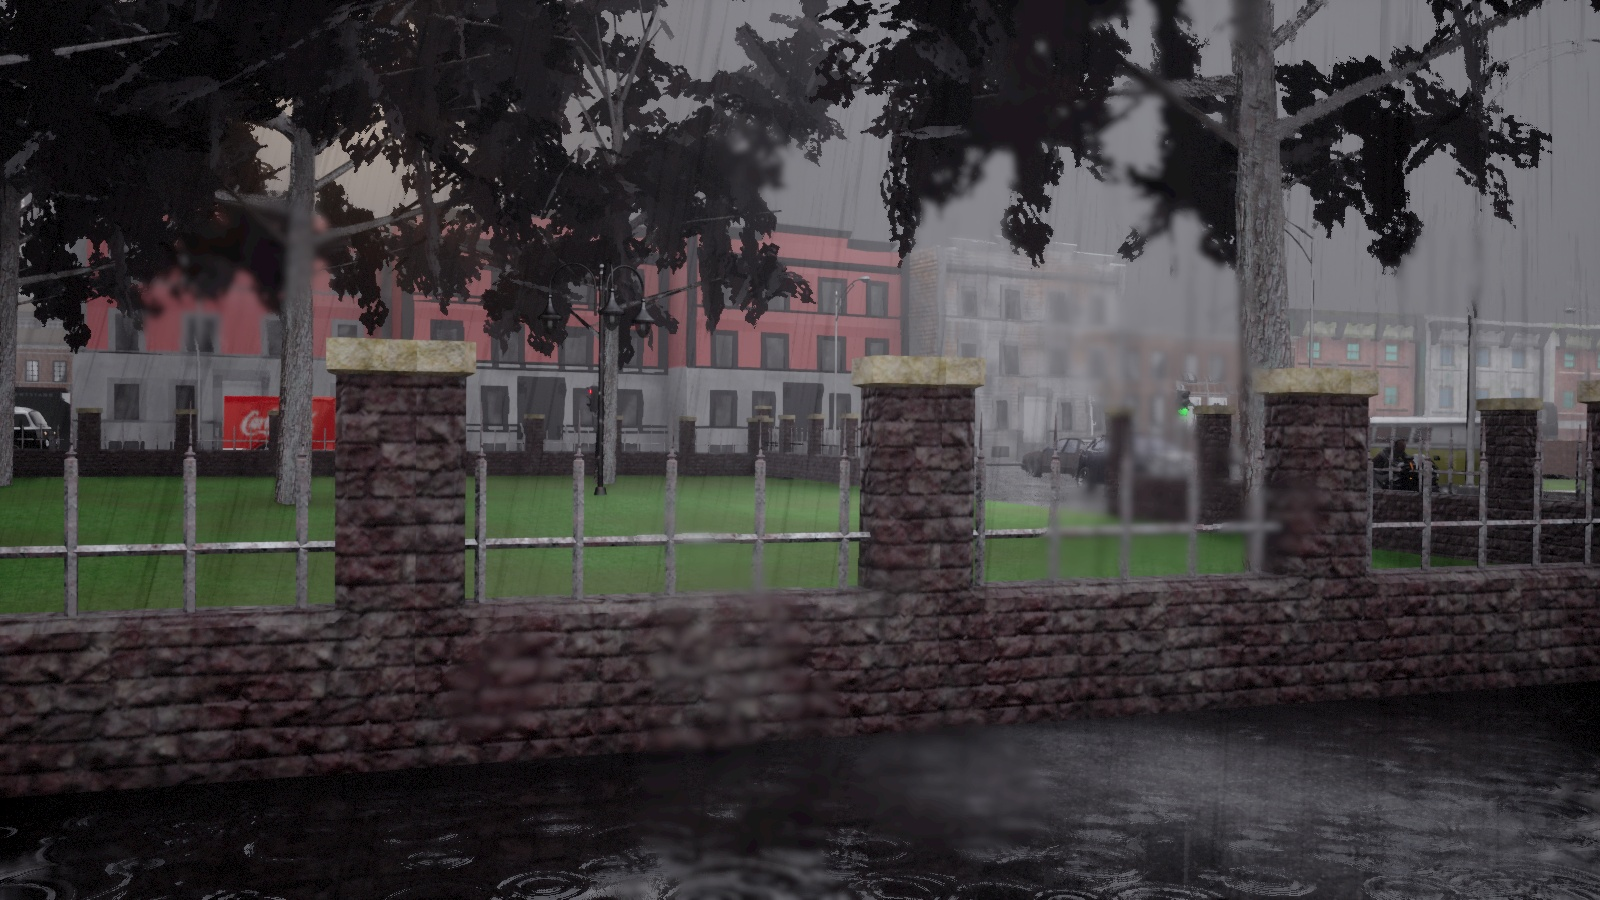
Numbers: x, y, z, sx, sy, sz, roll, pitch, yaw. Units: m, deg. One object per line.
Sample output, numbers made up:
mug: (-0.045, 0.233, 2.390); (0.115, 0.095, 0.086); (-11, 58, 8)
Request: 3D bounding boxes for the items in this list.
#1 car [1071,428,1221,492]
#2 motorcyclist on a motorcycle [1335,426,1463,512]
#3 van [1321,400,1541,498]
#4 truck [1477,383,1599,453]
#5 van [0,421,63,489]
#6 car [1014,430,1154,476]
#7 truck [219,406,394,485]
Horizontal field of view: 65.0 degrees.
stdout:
car: (8.567, 0.208, 31.409); (1.845, 1.501, 3.633); (-1, 1, -20)
motorcyclist on a motorcycle: (11.227, 0.327, 23.635); (0.866, 1.530, 2.191); (-1, 1, -21)
van: (13.959, -0.057, 28.082); (1.775, 1.987, 4.442); (-1, 1, -18)
truck: (39.333, -1.667, 65.019); (7.936, 3.462, 2.891); (-1, 1, -19)
van: (-25.457, 0.169, 38.585); (4.480, 2.038, 2.069); (-1, 1, -19)
car: (9.310, 0.066, 41.727); (2.033, 1.411, 5.357); (-1, 1, -19)
truck: (-16.271, -0.192, 41.748); (5.204, 2.467, 2.627); (-1, 1, -18)
